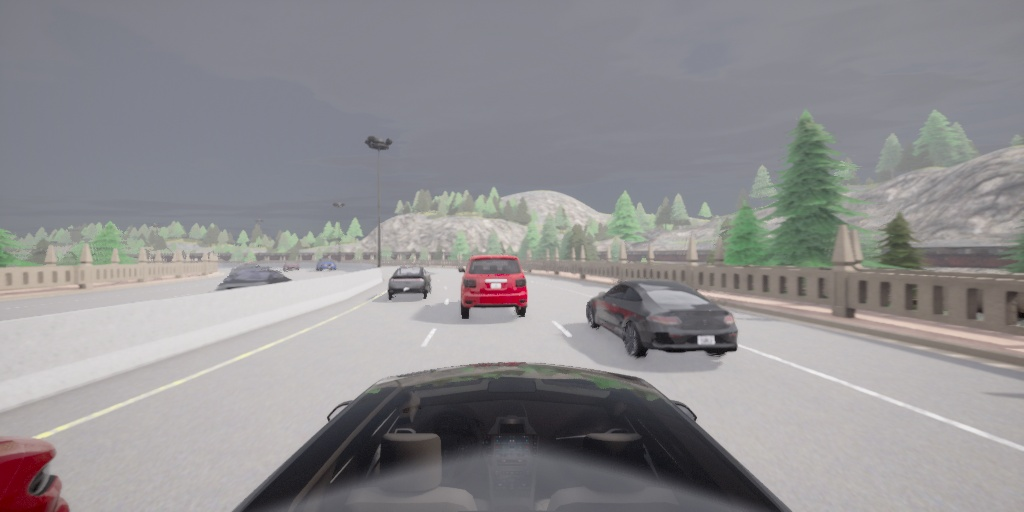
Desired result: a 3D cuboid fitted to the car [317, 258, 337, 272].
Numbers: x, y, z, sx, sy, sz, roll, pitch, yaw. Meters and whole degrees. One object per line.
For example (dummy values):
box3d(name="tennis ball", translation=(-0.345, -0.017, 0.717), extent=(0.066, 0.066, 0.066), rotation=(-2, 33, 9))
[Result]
box3d(name="car", translation=(-28.871, 1.363, 55.740), extent=(2.150, 2.045, 5.566), rotation=(0, 0, -36))

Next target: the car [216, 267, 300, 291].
box3d(name="car", translation=(-12.268, 1.407, 17.392), extent=(1.994, 1.385, 4.181), rotation=(0, 0, -11))

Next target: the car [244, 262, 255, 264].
box3d(name="car", translation=(-23.939, 1.486, 32.604), extent=(1.837, 1.490, 4.892), rotation=(0, 0, -23))

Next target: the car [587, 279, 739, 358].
box3d(name="car", translation=(3.155, 1.271, 8.393), extent=(1.812, 1.442, 4.674), rotation=(0, 0, -4))

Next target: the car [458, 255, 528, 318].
box3d(name="car", translation=(-0.800, 0.994, 13.391), extent=(2.150, 2.045, 5.566), rotation=(0, 0, -7))

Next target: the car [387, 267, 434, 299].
box3d(name="car", translation=(-5.153, 1.298, 18.476), extent=(2.128, 1.511, 4.902), rotation=(0, 0, -10))

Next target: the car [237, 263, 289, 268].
box3d(name="car", translation=(-17.397, 1.446, 24.419), extent=(2.033, 1.411, 5.357), rotation=(0, 0, -16))
